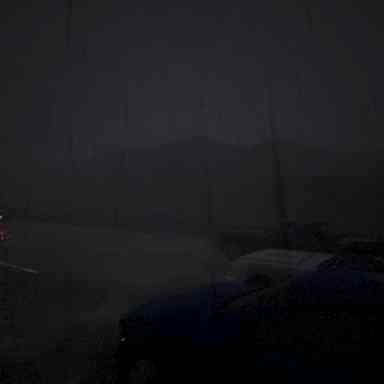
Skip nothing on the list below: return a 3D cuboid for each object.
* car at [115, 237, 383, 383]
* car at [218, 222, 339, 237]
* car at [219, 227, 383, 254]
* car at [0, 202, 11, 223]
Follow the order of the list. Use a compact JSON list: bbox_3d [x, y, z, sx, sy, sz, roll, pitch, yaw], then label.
[{"bbox_3d":[1.453,1.475,2.965,5.008,1.535,1.882,0,0,35],"label":"car"},{"bbox_3d":[3.099,1.578,10.389,4.718,1.301,1.895,1,0,36],"label":"car"},{"bbox_3d":[3.050,1.595,6.123,4.718,1.301,1.895,1,0,36],"label":"car"},{"bbox_3d":[-14.108,1.320,22.482,4.892,1.490,1.837,1,0,35],"label":"car"}]
